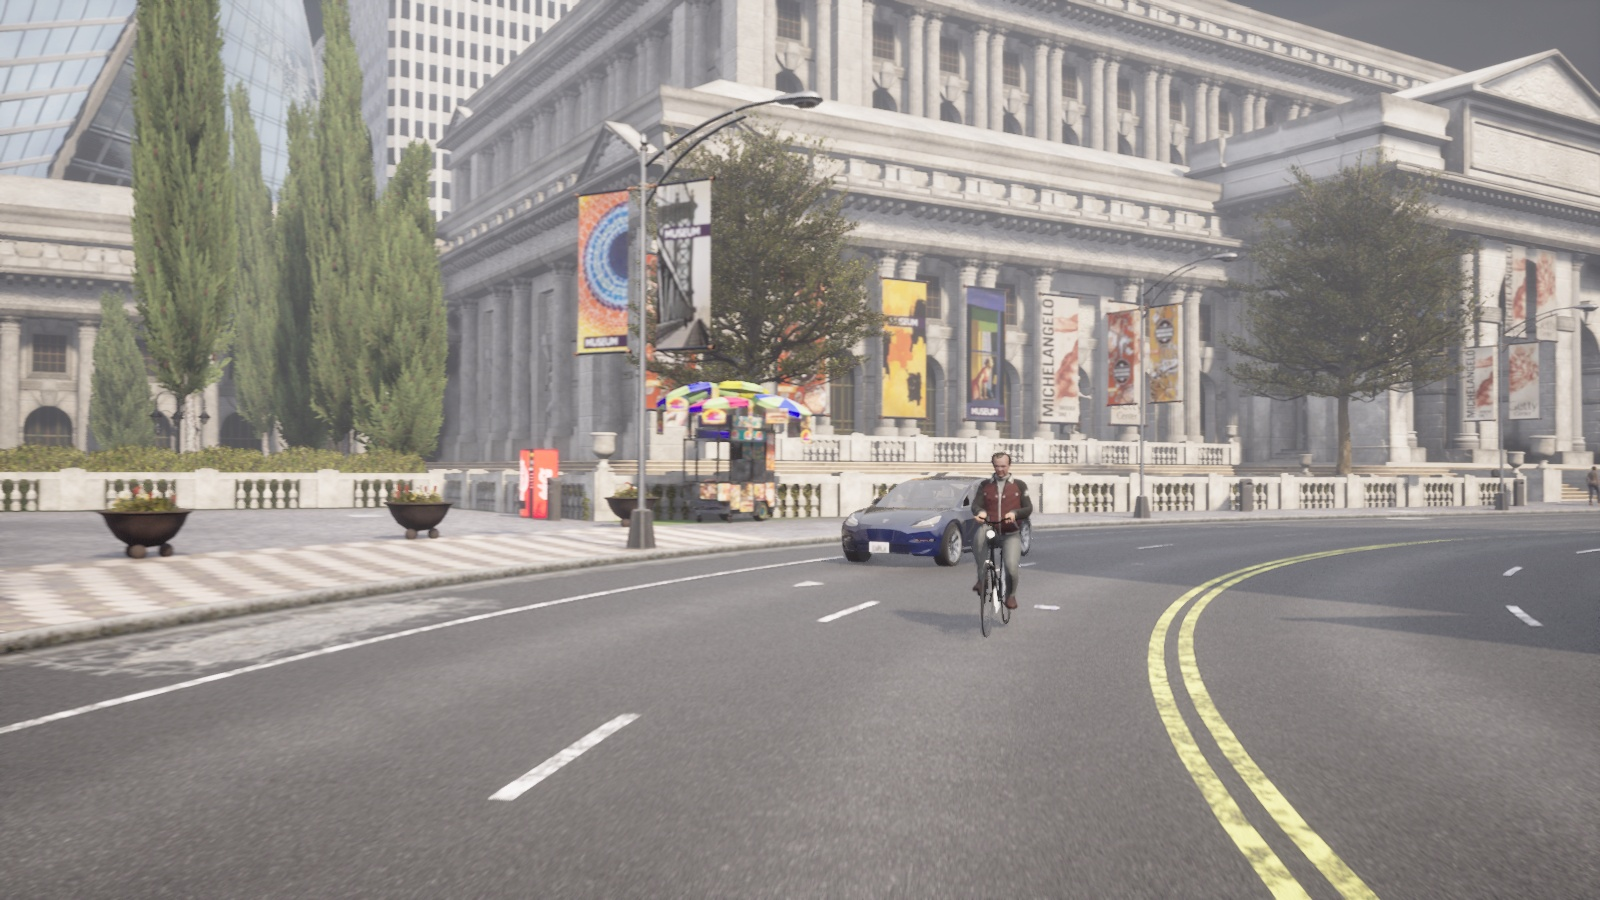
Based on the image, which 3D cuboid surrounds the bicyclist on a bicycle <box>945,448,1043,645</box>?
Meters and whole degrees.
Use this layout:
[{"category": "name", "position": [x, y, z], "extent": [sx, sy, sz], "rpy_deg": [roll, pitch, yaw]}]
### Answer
[{"category": "bicyclist on a bicycle", "position": [1.937, 0.886, 12.323], "extent": [0.659, 1.776, 1.843], "rpy_deg": [0, -1, 18]}]

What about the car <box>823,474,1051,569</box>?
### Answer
[{"category": "car", "position": [2.575, 1.182, 22.435], "extent": [2.163, 1.488, 4.792], "rpy_deg": [-1, -1, 32]}]

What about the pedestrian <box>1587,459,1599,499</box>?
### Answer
[{"category": "pedestrian", "position": [36.526, 1.322, 57.574], "extent": [0.869, 1.805, 0.328], "rpy_deg": [0, -1, -30]}]
